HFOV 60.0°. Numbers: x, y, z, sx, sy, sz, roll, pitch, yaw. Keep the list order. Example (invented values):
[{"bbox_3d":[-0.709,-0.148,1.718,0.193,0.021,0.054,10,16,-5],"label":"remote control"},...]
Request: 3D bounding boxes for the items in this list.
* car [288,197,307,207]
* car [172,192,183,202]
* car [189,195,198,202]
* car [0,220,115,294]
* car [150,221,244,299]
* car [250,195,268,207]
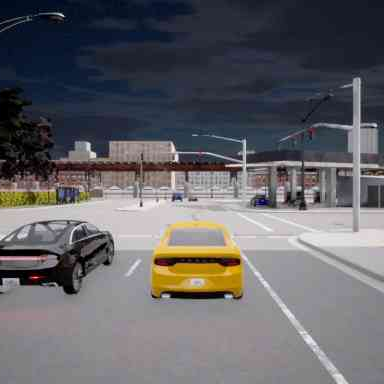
[{"bbox_3d":[15.627,1.426,49.483,1.970,1.475,3.806,0,0,1],"label":"car"},{"bbox_3d":[-3.243,1.122,74.060,2.150,2.045,5.566,0,0,0],"label":"car"},{"bbox_3d":[0.254,1.446,73.449,1.994,1.385,4.181,0,0,0],"label":"car"},{"bbox_3d":[-3.387,1.474,8.702,2.128,1.511,4.902,0,0,0],"label":"car"},{"bbox_3d":[0.111,1.468,8.481,1.882,1.535,5.008,0,0,0],"label":"car"},{"bbox_3d":[9.880,1.254,48.740,2.242,1.667,4.611,0,0,1],"label":"car"}]
